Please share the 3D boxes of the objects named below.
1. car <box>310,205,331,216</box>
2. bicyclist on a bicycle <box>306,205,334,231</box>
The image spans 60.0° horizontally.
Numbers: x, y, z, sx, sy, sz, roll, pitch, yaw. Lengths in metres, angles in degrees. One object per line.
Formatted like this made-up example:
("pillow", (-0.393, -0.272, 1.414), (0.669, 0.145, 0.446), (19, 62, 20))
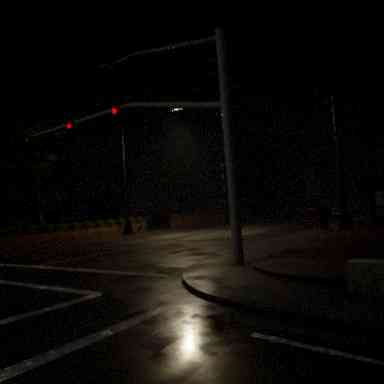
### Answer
("car", (18.109, 2.538, 46.836), (2.128, 1.511, 4.902), (-7, -4, 36))
("bicyclist on a bicycle", (7.904, 1.646, 20.707), (1.656, 1.620, 0.582), (-7, -4, 36))
